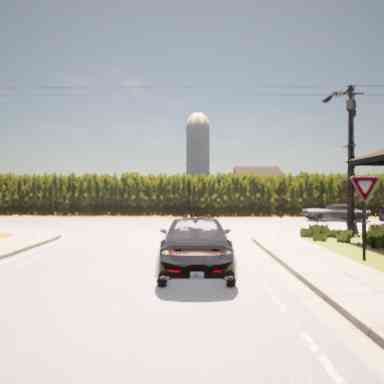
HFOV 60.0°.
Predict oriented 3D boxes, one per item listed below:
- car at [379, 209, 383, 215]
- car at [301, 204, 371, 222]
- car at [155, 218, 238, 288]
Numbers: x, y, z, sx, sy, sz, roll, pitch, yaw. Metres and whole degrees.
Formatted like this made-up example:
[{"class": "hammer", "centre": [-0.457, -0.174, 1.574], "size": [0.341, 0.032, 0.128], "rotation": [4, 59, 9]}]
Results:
[{"class": "car", "centre": [14.802, 1.482, 21.634], "size": [4.892, 1.490, 1.837], "rotation": [0, 0, -1]}, {"class": "car", "centre": [10.898, 1.568, 25.547], "size": [4.718, 1.301, 1.895], "rotation": [0, 0, 1]}, {"class": "car", "centre": [0.100, 1.470, 9.176], "size": [2.128, 1.511, 4.902], "rotation": [0, 0, 0]}]
